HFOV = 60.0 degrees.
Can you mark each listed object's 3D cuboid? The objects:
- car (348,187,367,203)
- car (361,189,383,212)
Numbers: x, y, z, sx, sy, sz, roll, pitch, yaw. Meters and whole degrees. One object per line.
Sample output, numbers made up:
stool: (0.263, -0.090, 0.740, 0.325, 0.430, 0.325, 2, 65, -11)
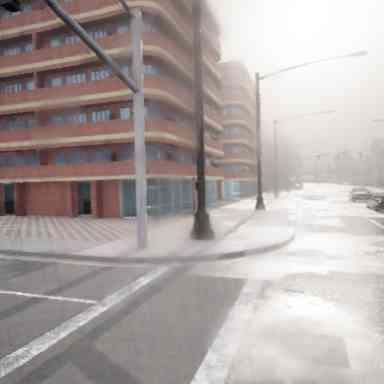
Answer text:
car: (17.211, 0.259, 34.133, 1.812, 1.442, 4.674, -1, 2, 18)
car: (14.029, 0.663, 24.309, 1.895, 1.301, 4.718, -1, 2, 18)
